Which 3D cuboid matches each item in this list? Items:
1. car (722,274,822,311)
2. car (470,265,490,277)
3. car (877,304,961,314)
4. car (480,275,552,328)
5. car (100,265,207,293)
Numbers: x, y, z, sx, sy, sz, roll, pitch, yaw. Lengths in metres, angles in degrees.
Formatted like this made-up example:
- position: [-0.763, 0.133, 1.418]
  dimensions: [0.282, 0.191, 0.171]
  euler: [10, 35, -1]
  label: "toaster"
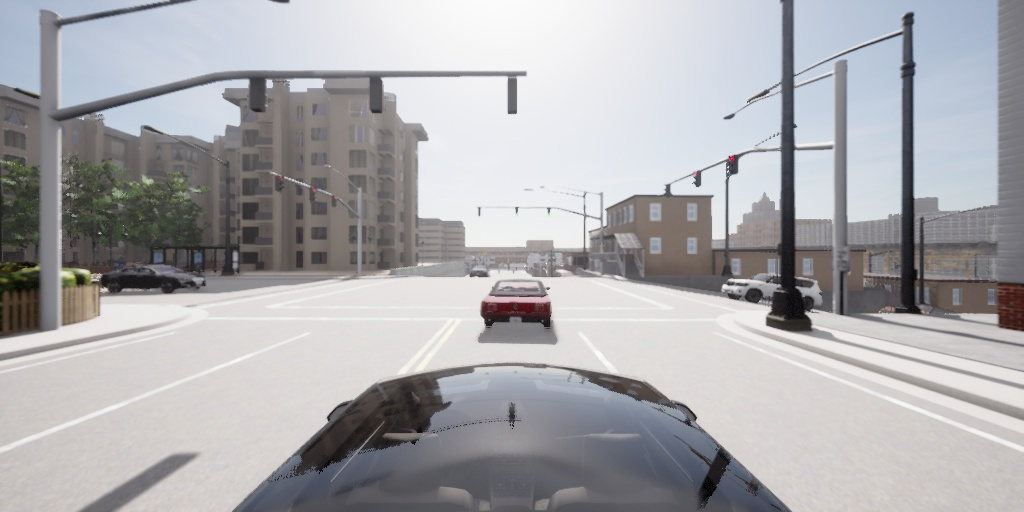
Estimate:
- position: [16.761, 2.161, 23.172]
  dimensions: [5.566, 2.045, 2.150]
  euler: [9, 0, 1]
  label: "car"
- position: [-3.594, 1.769, 39.922]
  dimensions: [1.812, 1.442, 4.674]
  euler: [0, -4, 0]
  label: "car"
- position: [26.579, 3.955, 23.147]
  dimensions: [4.553, 1.767, 2.097]
  euler: [13, 0, 0]
  label: "car"
- position: [0.283, 1.357, 11.390]
  dimensions: [1.895, 1.301, 4.718]
  euler: [0, 0, 5]
  label: "car"
- position: [-19.813, 1.238, 19.950]
  dimensions: [4.902, 1.511, 2.128]
  euler: [0, 0, 1]
  label: "car"
